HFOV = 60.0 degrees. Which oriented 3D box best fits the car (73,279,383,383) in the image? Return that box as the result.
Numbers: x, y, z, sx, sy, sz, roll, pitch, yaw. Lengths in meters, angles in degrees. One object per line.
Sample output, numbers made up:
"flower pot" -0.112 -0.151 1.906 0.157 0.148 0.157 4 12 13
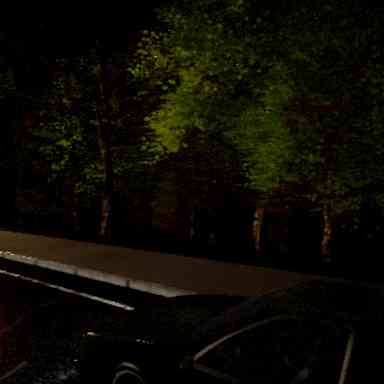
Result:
"car" 1.304 1.547 2.761 5.357 1.411 2.033 0 0 36
